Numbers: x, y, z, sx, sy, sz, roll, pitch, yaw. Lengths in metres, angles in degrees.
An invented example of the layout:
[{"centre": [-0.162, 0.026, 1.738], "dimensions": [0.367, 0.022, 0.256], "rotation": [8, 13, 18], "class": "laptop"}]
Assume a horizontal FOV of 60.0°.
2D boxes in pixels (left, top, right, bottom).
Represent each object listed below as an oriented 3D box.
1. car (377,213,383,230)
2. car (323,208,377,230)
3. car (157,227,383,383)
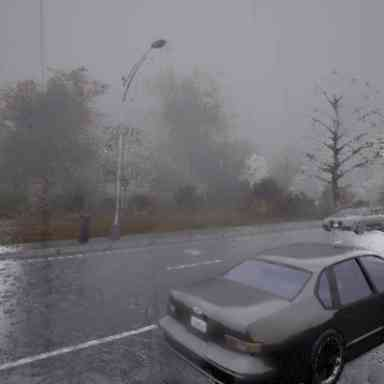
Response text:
[{"centre": [11.429, 1.412, 16.336], "dimensions": [4.553, 1.767, 2.097], "rotation": [0, 0, -35], "class": "car"}, {"centre": [9.438, 1.626, 19.219], "dimensions": [4.181, 1.385, 1.994], "rotation": [0, 0, -35], "class": "car"}, {"centre": [2.119, 1.563, 5.258], "dimensions": [5.357, 1.411, 2.033], "rotation": [0, 0, -35], "class": "car"}]
